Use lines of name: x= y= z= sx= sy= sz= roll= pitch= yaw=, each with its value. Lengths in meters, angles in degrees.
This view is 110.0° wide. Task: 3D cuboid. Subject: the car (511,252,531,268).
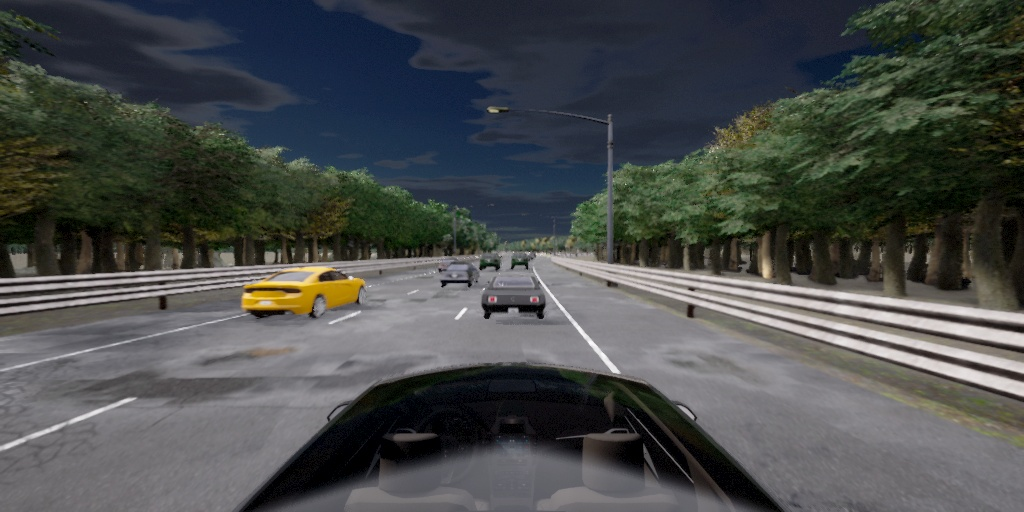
car: x=1.066 y=0.579 z=46.531 sx=2.150 sy=2.045 sz=5.566 roll=0 pitch=1 yaw=3

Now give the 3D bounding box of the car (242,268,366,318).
car: x=-6.840 y=1.137 z=12.475 sx=1.882 sy=1.535 sz=5.008 roll=0 pitch=1 yaw=1

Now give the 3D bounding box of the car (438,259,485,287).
car: x=-3.162 y=1.124 z=22.531 sx=2.033 sy=1.411 sz=5.357 roll=0 pitch=1 yaw=1

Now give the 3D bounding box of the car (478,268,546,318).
car: x=0.072 y=1.264 z=12.523 sx=1.895 sy=1.301 sz=4.718 roll=0 pitch=0 yaw=1

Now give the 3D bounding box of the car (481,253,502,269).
car: x=-2.501 y=0.615 z=42.699 sx=2.150 sy=2.045 sz=5.566 roll=0 pitch=1 yaw=2
